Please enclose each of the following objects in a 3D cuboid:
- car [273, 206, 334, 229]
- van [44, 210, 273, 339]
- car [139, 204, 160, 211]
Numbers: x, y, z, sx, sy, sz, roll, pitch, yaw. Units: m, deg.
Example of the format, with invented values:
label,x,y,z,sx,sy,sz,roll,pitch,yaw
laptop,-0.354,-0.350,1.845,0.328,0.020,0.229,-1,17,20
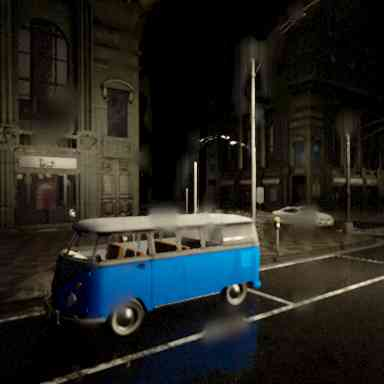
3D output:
label,x,y,z,sx,sy,sz,roll,pitch,yaw
car,7.806,1.780,23.906,1.812,1.442,4.674,0,-1,-33
van,-0.509,1.343,6.308,3.998,1.788,1.690,0,0,-36
car,-6.216,2.223,43.576,2.033,1.411,5.357,0,-1,-36
